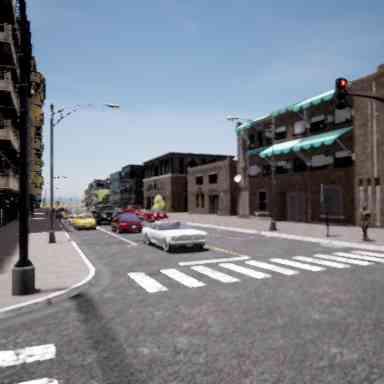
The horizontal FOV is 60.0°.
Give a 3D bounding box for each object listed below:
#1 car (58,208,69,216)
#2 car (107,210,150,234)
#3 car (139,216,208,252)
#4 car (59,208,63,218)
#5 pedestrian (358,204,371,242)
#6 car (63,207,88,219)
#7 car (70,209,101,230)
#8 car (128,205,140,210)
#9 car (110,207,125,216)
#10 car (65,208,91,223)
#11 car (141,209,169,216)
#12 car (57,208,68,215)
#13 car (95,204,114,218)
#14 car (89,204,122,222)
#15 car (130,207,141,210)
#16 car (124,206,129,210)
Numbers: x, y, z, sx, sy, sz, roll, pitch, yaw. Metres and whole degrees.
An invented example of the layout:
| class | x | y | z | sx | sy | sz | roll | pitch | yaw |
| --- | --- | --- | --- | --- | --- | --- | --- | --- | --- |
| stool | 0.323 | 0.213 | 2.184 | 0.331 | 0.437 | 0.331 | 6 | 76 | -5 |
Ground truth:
| class | x | y | z | sx | sy | sz | roll | pitch | yaw |
| --- | --- | --- | --- | --- | --- | --- | --- | --- | --- |
| car | -25.517 | 3.874 | 65.995 | 1.887 | 1.381 | 4.507 | -1 | -2 | -24 |
| car | -5.026 | 2.397 | 25.896 | 1.994 | 1.385 | 4.181 | 0 | -2 | -24 |
| car | -0.967 | 2.102 | 16.700 | 1.895 | 1.301 | 4.718 | 0 | -2 | -24 |
| car | -18.664 | 3.201 | 50.417 | 1.967 | 1.590 | 4.097 | -1 | -2 | -24 |
| pedestrian | 8.621 | 1.513 | 16.503 | 0.375 | 1.860 | 0.375 | -1 | -1 | -24 |
| car | -14.070 | 2.823 | 40.039 | 1.967 | 1.590 | 4.097 | -1 | -2 | -24 |
| car | -9.508 | 2.525 | 29.460 | 1.752 | 1.417 | 4.829 | -1 | -2 | -24 |
| car | -8.694 | 2.890 | 48.582 | 2.192 | 1.841 | 5.009 | -1 | -2 | -24 |
| car | -13.332 | 3.484 | 59.118 | 1.752 | 1.417 | 4.829 | -1 | -2 | -24 |
| car | -11.814 | 2.745 | 34.829 | 2.008 | 1.369 | 4.403 | -1 | -2 | -24 |
| car | -4.098 | 2.637 | 38.202 | 1.967 | 1.590 | 4.097 | -1 | -2 | -24 |
| car | -27.805 | 4.070 | 71.188 | 2.008 | 1.369 | 4.403 | -1 | -2 | -24 |
| car | -14.523 | 3.074 | 55.174 | 2.150 | 2.045 | 5.566 | 0 | -2 | -24 |
| car | -9.284 | 2.407 | 35.623 | 2.150 | 2.045 | 5.566 | 0 | -2 | -23 |
| car | -6.400 | 2.968 | 43.382 | 1.802 | 1.307 | 4.206 | -1 | -2 | -24 |
| car | -10.468 | 3.086 | 46.101 | 1.994 | 1.385 | 4.181 | 0 | -2 | -24 |
